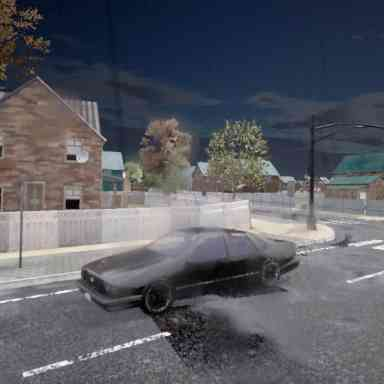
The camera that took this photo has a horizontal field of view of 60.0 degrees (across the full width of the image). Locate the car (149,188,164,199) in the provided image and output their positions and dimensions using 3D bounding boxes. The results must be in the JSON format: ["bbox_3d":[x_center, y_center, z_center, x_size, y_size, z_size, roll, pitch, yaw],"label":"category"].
[{"bbox_3d":[-6.610,0.335,61.622,2.150,2.045,5.566,1,1,-21],"label":"car"}]

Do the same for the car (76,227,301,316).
[{"bbox_3d":[0.243,1.550,7.712,5.357,1.411,2.033,0,0,-35],"label":"car"}]
